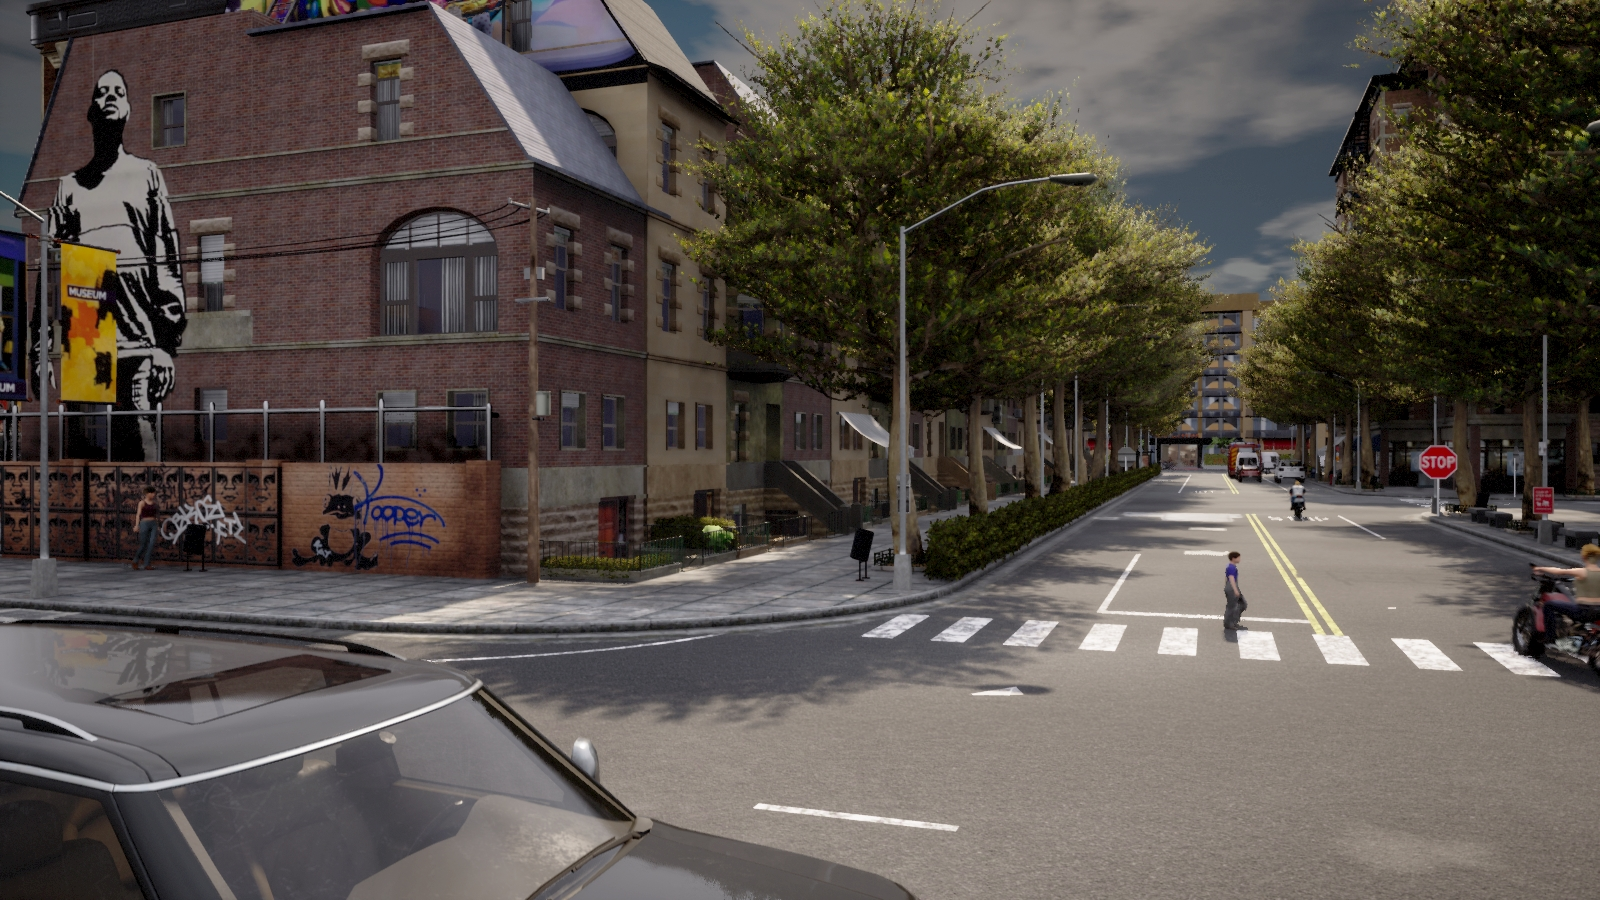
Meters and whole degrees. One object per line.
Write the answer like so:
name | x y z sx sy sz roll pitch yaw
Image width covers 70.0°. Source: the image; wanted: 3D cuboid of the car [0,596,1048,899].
car | -2.100 1.785 4.031 5.566 2.045 2.150 0 0 20

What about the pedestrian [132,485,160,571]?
pedestrian | -14.383 1.705 25.118 0.375 1.860 0.375 0 0 22

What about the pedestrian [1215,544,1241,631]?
pedestrian | 6.667 2.129 17.799 0.375 1.300 0.375 0 0 19

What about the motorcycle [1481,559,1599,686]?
motorcycle | 9.866 2.168 14.694 0.764 1.277 2.356 2 0 0
